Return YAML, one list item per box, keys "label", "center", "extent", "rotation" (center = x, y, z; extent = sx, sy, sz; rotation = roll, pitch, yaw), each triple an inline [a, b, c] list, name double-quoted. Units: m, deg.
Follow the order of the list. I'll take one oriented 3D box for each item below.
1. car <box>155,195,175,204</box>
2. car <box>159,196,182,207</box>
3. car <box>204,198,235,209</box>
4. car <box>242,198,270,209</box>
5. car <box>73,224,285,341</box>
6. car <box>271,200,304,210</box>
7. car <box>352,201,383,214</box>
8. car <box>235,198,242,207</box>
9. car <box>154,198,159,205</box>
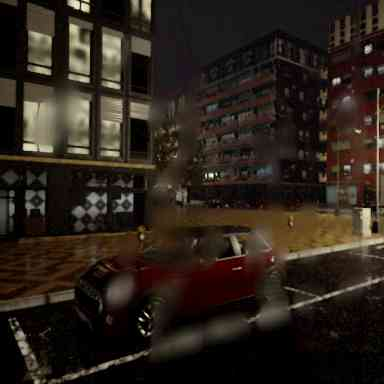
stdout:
- label: "car"
  center: [-6.105, 1.694, 73.861]
  extent: [2.192, 1.841, 5.009]
  rotation: [1, -1, -35]
- label: "car"
  center: [-3.157, 1.709, 55.130]
  extent: [1.887, 1.381, 4.507]
  rotation: [1, -1, -35]
- label: "car"
  center: [3.376, 1.654, 45.860]
  extent: [2.008, 1.369, 4.403]
  rotation: [1, -1, -35]
- label: "car"
  center: [10.230, 1.770, 50.684]
  extent: [1.887, 1.381, 4.507]
  rotation: [1, -1, -35]
- label: "car"
  center: [-0.123, 1.438, 6.451]
  extent: [4.097, 1.590, 1.967]
  rotation: [0, 1, -35]
- label: "car"
  center: [13.496, 1.776, 46.048]
  extent: [1.802, 1.307, 4.206]
  rotation: [1, -1, -35]
- label: "car"
  center: [20.030, 1.700, 36.779]
  extent: [1.947, 1.339, 4.313]
  rotation: [1, -1, -35]
- label: "car"
  center: [6.962, 1.696, 55.320]
  extent: [1.967, 1.590, 4.097]
  rotation: [1, -1, -35]
- label: "car"
  center: [-6.424, 1.740, 59.766]
  extent: [1.887, 1.381, 4.507]
  rotation: [1, -1, -35]
